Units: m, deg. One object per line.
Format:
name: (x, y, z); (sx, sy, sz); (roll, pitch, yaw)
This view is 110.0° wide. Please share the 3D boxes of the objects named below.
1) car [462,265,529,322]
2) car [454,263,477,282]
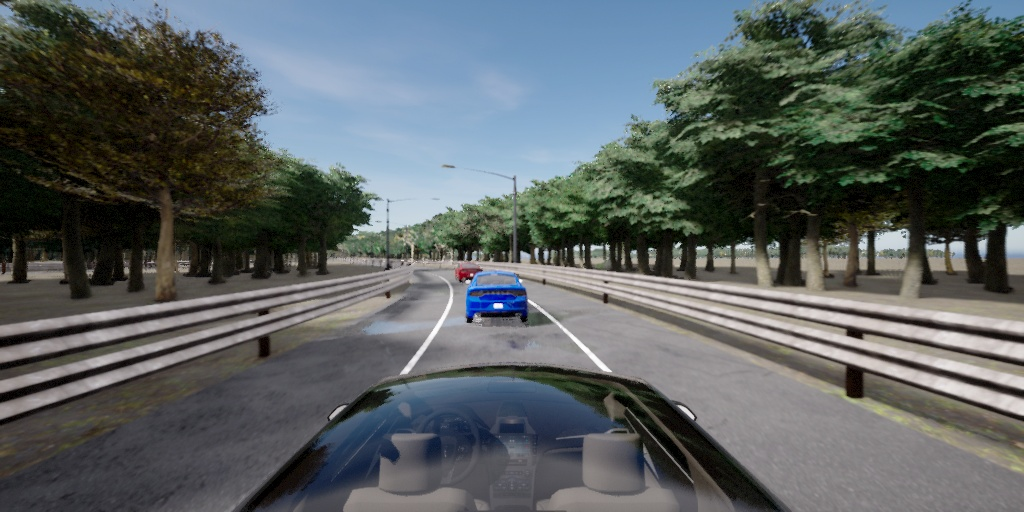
car: (-0.600, 1.256, 12.513); (1.882, 1.535, 5.008); (0, 0, -5)
car: (-3.698, 1.307, 29.939); (1.882, 1.535, 5.008); (0, 0, -14)
